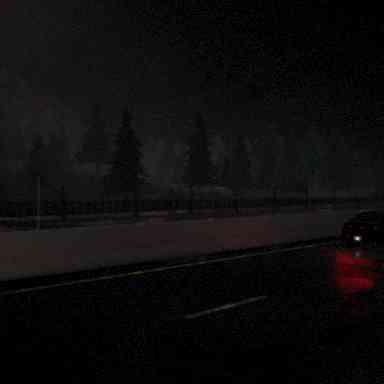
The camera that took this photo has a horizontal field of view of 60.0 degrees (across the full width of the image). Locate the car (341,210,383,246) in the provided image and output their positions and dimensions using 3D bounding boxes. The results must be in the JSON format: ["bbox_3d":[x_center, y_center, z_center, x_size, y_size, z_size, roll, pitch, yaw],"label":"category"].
[{"bbox_3d":[8.269,1.516,14.066,4.892,1.490,1.837,0,0,-35],"label":"car"}]
